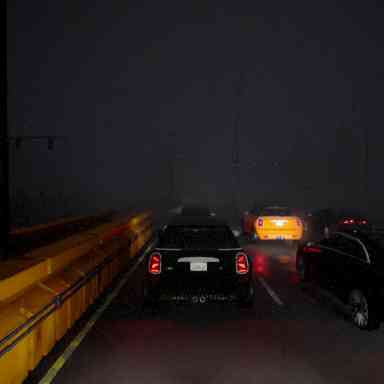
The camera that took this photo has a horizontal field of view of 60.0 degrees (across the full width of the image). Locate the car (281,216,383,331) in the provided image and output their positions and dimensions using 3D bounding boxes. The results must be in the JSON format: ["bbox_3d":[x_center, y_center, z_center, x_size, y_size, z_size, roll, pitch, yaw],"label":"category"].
[{"bbox_3d":[3.622,1.492,6.833,2.128,1.511,4.902,0,0,0],"label":"car"}]

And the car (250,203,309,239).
[{"bbox_3d":[3.656,1.352,15.943,2.097,1.767,4.553,0,0,0],"label":"car"}]

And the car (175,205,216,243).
[{"bbox_3d":[0.160,1.505,17.249,1.837,1.490,4.892,0,0,0],"label":"car"}]

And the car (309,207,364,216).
[{"bbox_3d":[7.158,1.505,16.813,1.837,1.490,4.892,0,0,0],"label":"car"}]

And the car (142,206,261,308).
[{"bbox_3d":[0.126,1.352,8.073,2.097,1.767,4.553,0,0,0],"label":"car"}]
